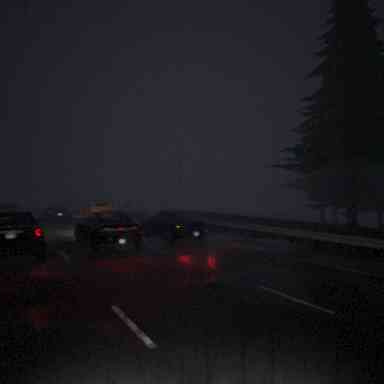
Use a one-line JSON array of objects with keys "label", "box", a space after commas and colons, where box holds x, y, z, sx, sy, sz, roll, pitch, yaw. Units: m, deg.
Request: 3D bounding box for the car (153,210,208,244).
[{"label": "car", "box": [-0.917, 1.602, 16.293, 1.812, 1.442, 4.674, 0, 0, -29]}]

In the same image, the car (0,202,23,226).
[{"label": "car", "box": [-14.035, 1.607, 25.349, 1.837, 1.490, 4.892, 0, 0, -29]}]

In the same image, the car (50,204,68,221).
[{"label": "car", "box": [-11.088, 1.679, 27.255, 1.994, 1.385, 4.181, 0, 0, -29]}]

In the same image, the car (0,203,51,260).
[{"label": "car", "box": [-6.665, 1.401, 12.223, 2.097, 1.767, 4.553, 0, 0, -29]}]

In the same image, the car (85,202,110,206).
[{"label": "car", "box": [-8.492, 1.607, 29.792, 1.882, 1.535, 5.008, 0, 0, -29]}]

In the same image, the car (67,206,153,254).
[{"label": "car", "box": [-3.647, 1.554, 13.996, 2.128, 1.511, 4.902, 0, 0, -29]}]
